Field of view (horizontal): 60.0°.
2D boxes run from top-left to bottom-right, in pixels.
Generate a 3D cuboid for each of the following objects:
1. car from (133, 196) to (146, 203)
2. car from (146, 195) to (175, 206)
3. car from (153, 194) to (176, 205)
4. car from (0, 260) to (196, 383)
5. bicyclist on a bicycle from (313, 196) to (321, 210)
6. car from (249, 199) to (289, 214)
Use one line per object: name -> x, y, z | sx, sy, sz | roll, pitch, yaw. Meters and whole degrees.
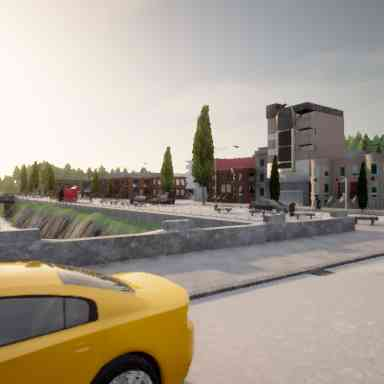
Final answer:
car -> -10.758, 1.526, 68.554 | 1.812, 1.442, 4.674 | 0, 0, -36
car -> -4.998, 1.601, 53.291 | 1.895, 1.301, 4.718 | 0, 0, -35
car -> -5.033, 1.352, 60.513 | 2.097, 1.767, 4.553 | 0, 0, -36
car -> -2.303, 1.477, 2.951 | 5.008, 1.535, 1.882 | 0, 0, -35
bicyclist on a bicycle -> 14.937, 1.349, 39.677 | 1.656, 1.620, 0.582 | 0, 0, -35
car -> 8.110, 1.501, 34.787 | 1.837, 1.490, 4.892 | 0, 1, -35
